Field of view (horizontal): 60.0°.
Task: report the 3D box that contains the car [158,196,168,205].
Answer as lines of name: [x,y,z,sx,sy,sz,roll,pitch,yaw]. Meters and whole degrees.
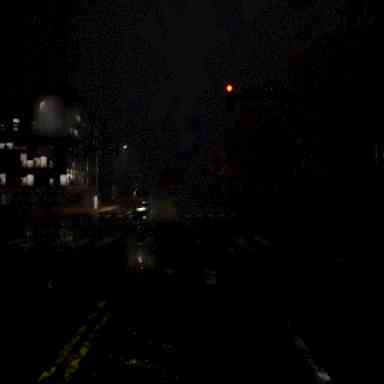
car: [-5.125,1.433,56.555,1.837,1.490,4.892,0,2,-4]

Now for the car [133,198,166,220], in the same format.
car: [-3.549,1.497,27.255,2.033,1.411,5.357,0,0,-1]
